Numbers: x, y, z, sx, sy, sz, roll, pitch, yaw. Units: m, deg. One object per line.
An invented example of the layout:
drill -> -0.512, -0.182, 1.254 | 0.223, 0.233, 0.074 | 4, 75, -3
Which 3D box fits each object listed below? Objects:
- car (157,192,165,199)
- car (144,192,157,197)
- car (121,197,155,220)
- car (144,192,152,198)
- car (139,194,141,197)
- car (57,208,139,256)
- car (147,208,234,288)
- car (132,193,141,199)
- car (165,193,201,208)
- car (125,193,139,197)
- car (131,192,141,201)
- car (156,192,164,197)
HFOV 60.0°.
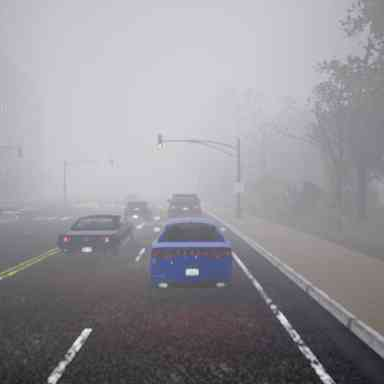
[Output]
car -> -7.193, 0.932, 82.647 | 1.882, 1.535, 5.008 | 0, 0, -10
car -> -10.330, 0.941, 81.724 | 1.882, 1.535, 5.008 | 0, 0, -10
car -> -3.895, 1.359, 24.527 | 1.837, 1.490, 4.892 | 0, 0, -3
car -> -12.189, 0.776, 92.018 | 1.994, 1.385, 4.181 | 0, 0, -11
car -> -10.502, 0.975, 60.105 | 2.097, 1.767, 4.553 | 0, 0, -7
car -> -3.400, 1.526, 12.794 | 1.895, 1.301, 4.718 | 0, 0, -2
car -> -0.050, 1.424, 9.096 | 1.882, 1.535, 5.008 | 0, 0, -1
car -> -13.282, 1.032, 79.675 | 1.994, 1.385, 4.181 | 0, 0, -9
car -> -0.549, 1.087, 22.882 | 2.150, 2.045, 5.566 | 0, 1, -3
car -> -9.397, 1.216, 50.393 | 1.812, 1.442, 4.674 | 0, 0, -6
car -> -11.725, 0.909, 69.745 | 2.097, 1.767, 4.553 | 0, 0, -8
car -> -8.993, 0.695, 92.611 | 1.882, 1.535, 5.008 | 0, 0, -11
